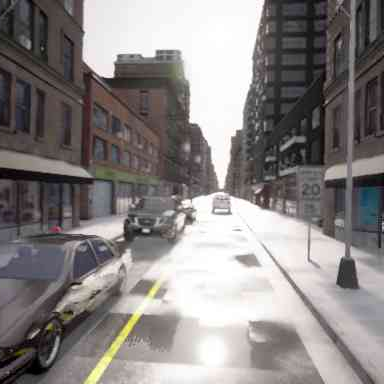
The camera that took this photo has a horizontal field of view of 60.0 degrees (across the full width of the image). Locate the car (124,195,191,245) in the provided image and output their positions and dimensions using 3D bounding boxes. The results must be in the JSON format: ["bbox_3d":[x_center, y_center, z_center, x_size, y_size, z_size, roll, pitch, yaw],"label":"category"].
[{"bbox_3d":[-1.563,1.171,15.857,2.150,2.045,5.566,1,0,5],"label":"car"}]

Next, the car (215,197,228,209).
[{"bbox_3d":[4.397,1.547,49.407,1.882,1.535,5.008,1,0,5],"label":"car"}]

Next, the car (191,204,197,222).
[{"bbox_3d":[-0.673,1.565,25.795,1.895,1.301,4.718,1,0,5],"label":"car"}]

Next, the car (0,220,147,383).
[{"bbox_3d":[-2.471,1.485,5.832,2.033,1.411,5.357,1,0,5],"label":"car"}]

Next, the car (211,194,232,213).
[{"bbox_3d":[3.429,1.273,38.558,2.150,2.045,5.566,1,0,5],"label":"car"}]
